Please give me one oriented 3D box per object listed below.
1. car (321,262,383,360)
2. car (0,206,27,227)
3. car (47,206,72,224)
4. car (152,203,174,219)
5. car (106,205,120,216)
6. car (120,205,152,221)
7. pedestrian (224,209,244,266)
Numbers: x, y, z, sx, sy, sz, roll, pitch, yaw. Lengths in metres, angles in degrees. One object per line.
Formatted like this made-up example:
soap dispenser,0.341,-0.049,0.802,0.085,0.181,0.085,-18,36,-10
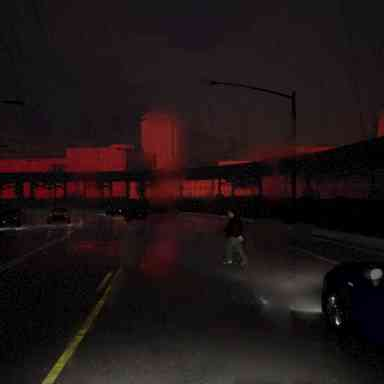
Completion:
car,3.360,1.366,3.964,2.097,1.767,4.553,0,0,-3
car,-14.728,2.044,27.168,1.812,1.442,4.674,0,-2,-17
car,-12.085,2.057,30.399,1.882,1.535,5.008,0,-1,-19
car,-3.575,2.054,38.258,2.097,1.767,4.553,0,-1,-20
car,-10.097,2.444,44.304,1.994,1.385,4.181,0,-1,-27
car,-5.847,2.107,34.293,1.882,1.535,5.008,0,-1,-19
pedestrian,1.298,1.372,10.350,0.375,1.860,0.375,-1,0,-6
